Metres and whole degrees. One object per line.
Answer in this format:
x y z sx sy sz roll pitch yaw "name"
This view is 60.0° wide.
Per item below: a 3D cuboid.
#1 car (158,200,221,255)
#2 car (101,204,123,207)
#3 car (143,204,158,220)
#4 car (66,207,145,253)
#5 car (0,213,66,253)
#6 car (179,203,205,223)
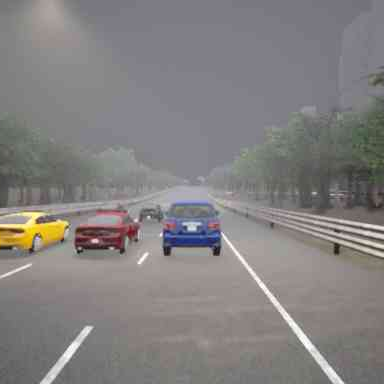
0.001 1.360 14.030 2.150 2.045 5.566 0 0 0 "car"
-6.997 1.762 29.474 1.882 1.535 5.008 0 0 0 "car"
-3.498 1.791 29.300 1.837 1.490 4.892 0 0 0 "car"
-3.495 1.626 14.481 1.882 1.535 5.008 0 0 0 "car"
-6.995 1.626 14.472 1.882 1.535 5.008 0 0 0 "car"
0.002 1.776 29.297 2.128 1.511 4.902 0 0 0 "car"
